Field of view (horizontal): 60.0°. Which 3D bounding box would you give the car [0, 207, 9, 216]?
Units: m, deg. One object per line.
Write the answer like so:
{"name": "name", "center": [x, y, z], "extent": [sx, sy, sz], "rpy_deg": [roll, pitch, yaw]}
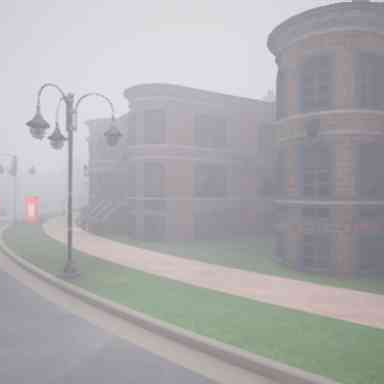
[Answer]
{"name": "car", "center": [-18.683, 1.719, 30.674], "extent": [1.895, 1.301, 4.718], "rpy_deg": [0, 0, -9]}

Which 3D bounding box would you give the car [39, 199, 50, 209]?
{"name": "car", "center": [-23.001, 1.789, 49.668], "extent": [1.994, 1.385, 4.181], "rpy_deg": [0, 0, 3]}

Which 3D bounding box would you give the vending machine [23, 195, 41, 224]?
{"name": "vending machine", "center": [-12.151, 1.309, 25.285], "extent": [1.100, 2.100, 0.880], "rpy_deg": [0, 0, -17]}
